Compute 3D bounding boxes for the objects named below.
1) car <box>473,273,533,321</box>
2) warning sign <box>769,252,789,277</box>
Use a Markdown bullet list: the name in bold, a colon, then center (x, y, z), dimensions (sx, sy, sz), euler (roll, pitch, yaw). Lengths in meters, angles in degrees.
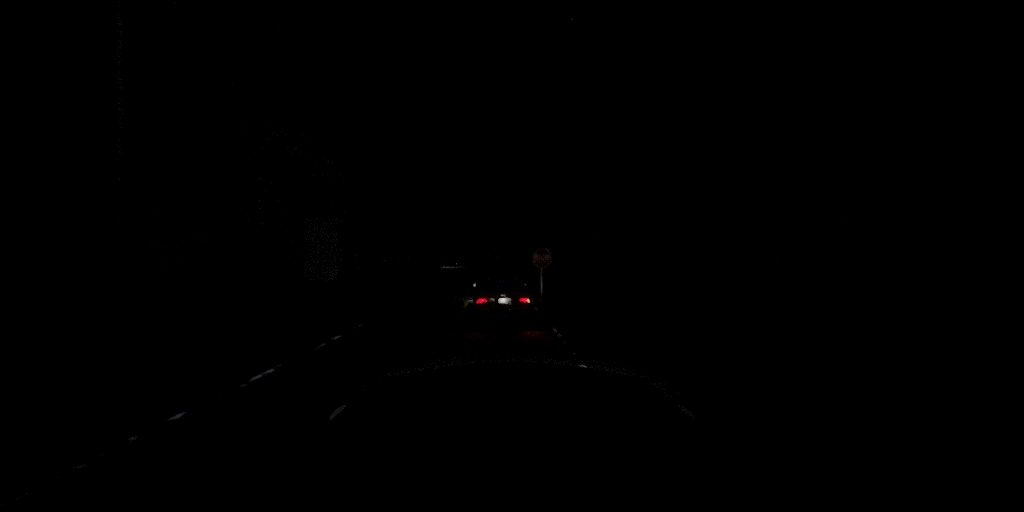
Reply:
- **car**: center (-0.395, 1.305, 12.544), dimensions (2.033, 1.411, 5.357), euler (0, 0, -4)
- **warning sign**: center (21.473, 0.691, 28.796), dimensions (1.060, 1.860, 1.300), euler (0, 0, -7)
